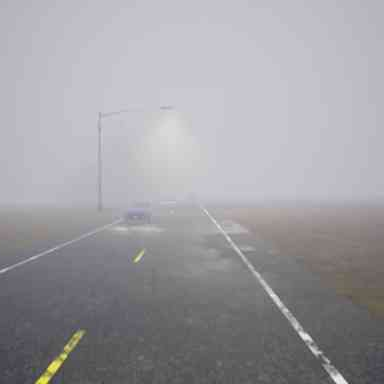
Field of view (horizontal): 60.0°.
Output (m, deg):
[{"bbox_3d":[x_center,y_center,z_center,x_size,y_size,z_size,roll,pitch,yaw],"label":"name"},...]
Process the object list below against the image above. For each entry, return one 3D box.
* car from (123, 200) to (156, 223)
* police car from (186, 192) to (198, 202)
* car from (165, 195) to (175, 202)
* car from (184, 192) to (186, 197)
[{"bbox_3d":[-3.720,1.366,24.365,1.882,1.535,5.008,0,0,-1],"label":"car"},{"bbox_3d":[0.175,1.150,69.285,1.930,1.638,5.238,0,0,-1],"label":"police car"},{"bbox_3d":[-4.306,1.295,65.898,1.994,1.385,4.181,0,0,-1],"label":"car"},{"bbox_3d":[-0.264,0.903,85.215,2.150,2.045,5.566,0,0,-2],"label":"car"}]
